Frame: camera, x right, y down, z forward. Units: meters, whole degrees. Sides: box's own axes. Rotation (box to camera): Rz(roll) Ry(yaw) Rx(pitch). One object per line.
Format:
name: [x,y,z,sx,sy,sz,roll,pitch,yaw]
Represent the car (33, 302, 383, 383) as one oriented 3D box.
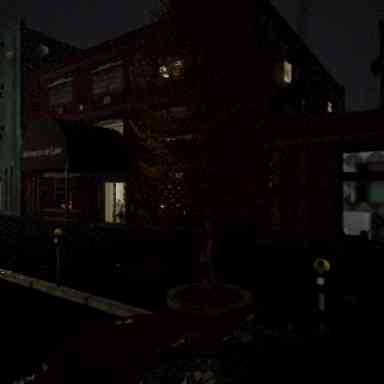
car: [0.487,1.579,2.530,4.206,1.307,1.802,0,0,36]
